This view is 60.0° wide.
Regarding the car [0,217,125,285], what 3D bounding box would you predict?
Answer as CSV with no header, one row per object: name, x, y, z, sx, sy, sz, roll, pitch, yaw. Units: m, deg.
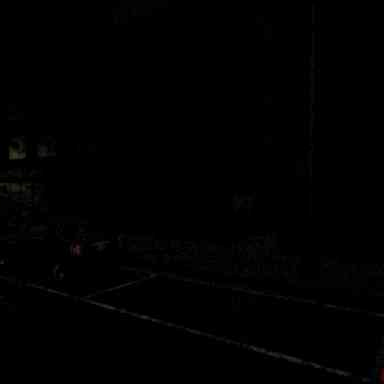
car,-3.912,1.442,9.571,4.097,1.590,1.967,0,1,34
